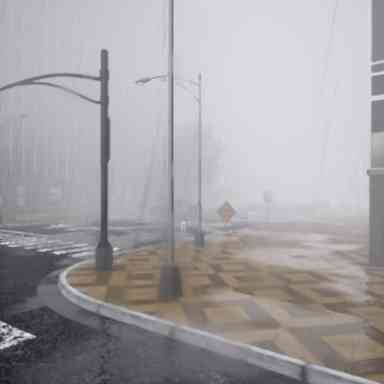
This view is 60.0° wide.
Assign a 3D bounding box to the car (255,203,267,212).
[{"bbox_3d":[12.327,2.445,52.687,2.033,1.411,5.357,0,-1,33],"label":"car"}]

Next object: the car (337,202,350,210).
[{"bbox_3d":[30.330,2.815,66.535,1.812,1.442,4.674,0,-1,33],"label":"car"}]

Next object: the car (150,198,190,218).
[{"bbox_3d":[-2.174,1.726,36.338,2.150,2.045,5.566,0,-1,33],"label":"car"}]

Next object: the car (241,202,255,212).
[{"bbox_3d":[9.635,2.417,54.509,1.812,1.442,4.674,0,-1,33],"label":"car"}]

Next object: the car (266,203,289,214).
[{"bbox_3d":[12.576,2.424,46.971,1.895,1.301,4.718,0,-1,33],"label":"car"}]

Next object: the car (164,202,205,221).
[{"bbox_3d":[-0.350,2.010,33.196,1.812,1.442,4.674,0,-1,33],"label":"car"}]

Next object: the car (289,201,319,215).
[{"bbox_3d":[15.243,2.322,45.114,2.128,1.511,4.902,0,-1,33],"label":"car"}]

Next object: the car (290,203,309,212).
[{"bbox_3d":[18.025,2.566,55.526,1.994,1.385,4.181,0,-1,33],"label":"car"}]

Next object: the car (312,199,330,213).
[{"bbox_3d":[20.777,2.232,53.795,2.150,2.045,5.566,0,-1,33],"label":"car"}]

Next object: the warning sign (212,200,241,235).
[{"bbox_3d":[2.008,1.440,19.342,1.300,1.860,1.060,1,1,33],"label":"warning sign"}]
